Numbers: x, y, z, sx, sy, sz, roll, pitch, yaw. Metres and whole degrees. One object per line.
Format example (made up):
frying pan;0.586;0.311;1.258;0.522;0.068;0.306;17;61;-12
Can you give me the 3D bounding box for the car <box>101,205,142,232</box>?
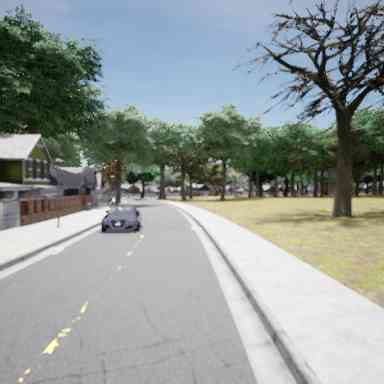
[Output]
car;-4.002;1.484;19.413;1.994;1.385;4.181;0;0;-4
